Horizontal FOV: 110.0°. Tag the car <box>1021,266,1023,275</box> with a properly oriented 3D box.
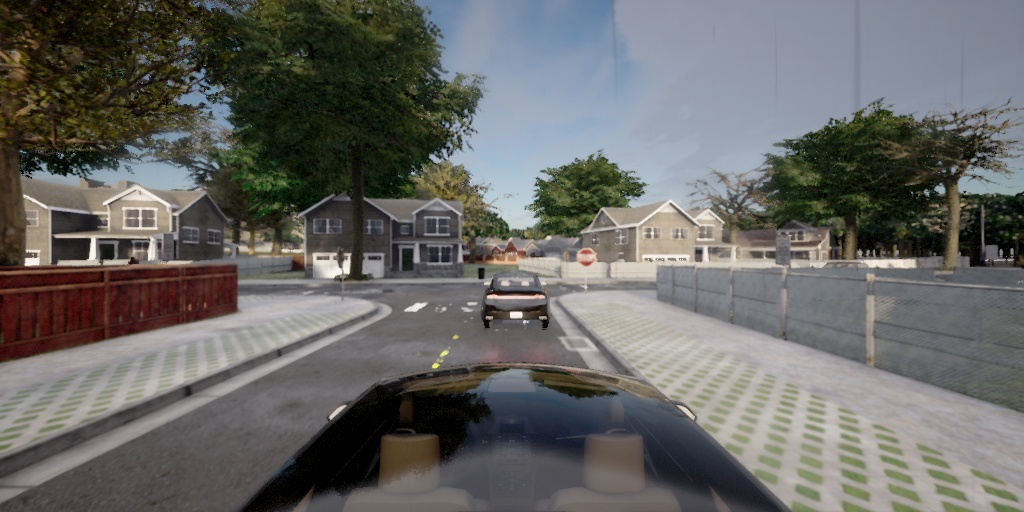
[{"bbox_3d":[49.966,1.200,33.525,5.008,1.535,1.882,0,0,-20],"label":"car"}]

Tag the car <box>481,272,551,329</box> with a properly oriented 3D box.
[{"bbox_3d":[0.104,1.231,11.223,2.128,1.511,4.902,0,0,0],"label":"car"}]

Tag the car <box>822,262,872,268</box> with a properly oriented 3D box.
[{"bbox_3d":[24.050,1.186,25.289,4.553,1.767,2.097,0,0,-15],"label":"car"}]

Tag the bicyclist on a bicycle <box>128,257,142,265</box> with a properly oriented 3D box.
[{"bbox_3d":[-22.341,0.862,21.211,0.582,1.620,1.656,0,0,-12],"label":"bicyclist on a bicycle"}]
